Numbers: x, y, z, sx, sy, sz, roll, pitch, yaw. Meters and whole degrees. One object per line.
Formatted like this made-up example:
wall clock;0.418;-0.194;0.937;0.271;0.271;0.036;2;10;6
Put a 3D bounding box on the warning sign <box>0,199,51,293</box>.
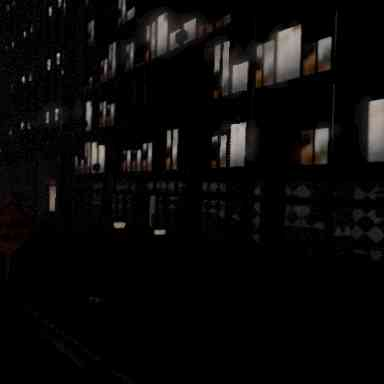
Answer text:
warning sign;-3.989;1.104;7.266;1.300;1.860;1.060;3;-1;-45
